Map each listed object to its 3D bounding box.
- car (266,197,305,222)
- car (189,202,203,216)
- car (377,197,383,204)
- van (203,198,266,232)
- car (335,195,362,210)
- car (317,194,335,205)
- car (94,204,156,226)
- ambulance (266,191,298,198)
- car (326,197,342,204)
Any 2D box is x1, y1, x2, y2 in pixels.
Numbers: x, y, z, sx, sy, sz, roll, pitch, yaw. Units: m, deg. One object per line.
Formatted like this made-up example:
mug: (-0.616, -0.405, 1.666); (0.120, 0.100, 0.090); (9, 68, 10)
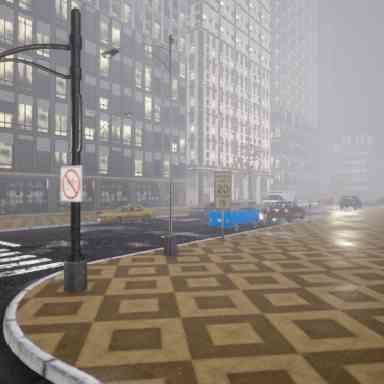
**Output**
car: (7.649, 1.472, 26.855); (1.967, 1.590, 4.097); (0, 0, 38)
car: (1.412, 1.604, 31.672); (1.802, 1.307, 4.206); (0, 0, 38)
car: (38.250, 1.658, 66.489); (1.947, 1.339, 4.313); (0, 0, 38)
van: (2.677, 1.368, 20.234); (1.690, 1.788, 3.998); (0, 0, 38)
car: (21.250, 1.368, 44.471); (2.192, 1.841, 5.009); (0, 0, 38)
car: (25.214, 1.380, 62.499); (2.192, 1.841, 5.009); (0, 0, 38)
car: (-4.708, 1.540, 23.958); (1.752, 1.417, 4.829); (0, 0, 38)
ambulance: (10.284, 1.062, 38.963); (2.351, 2.431, 6.366); (0, 0, 38)
car: (28.614, 1.624, 66.902); (2.008, 1.369, 4.403); (0, 0, 38)
